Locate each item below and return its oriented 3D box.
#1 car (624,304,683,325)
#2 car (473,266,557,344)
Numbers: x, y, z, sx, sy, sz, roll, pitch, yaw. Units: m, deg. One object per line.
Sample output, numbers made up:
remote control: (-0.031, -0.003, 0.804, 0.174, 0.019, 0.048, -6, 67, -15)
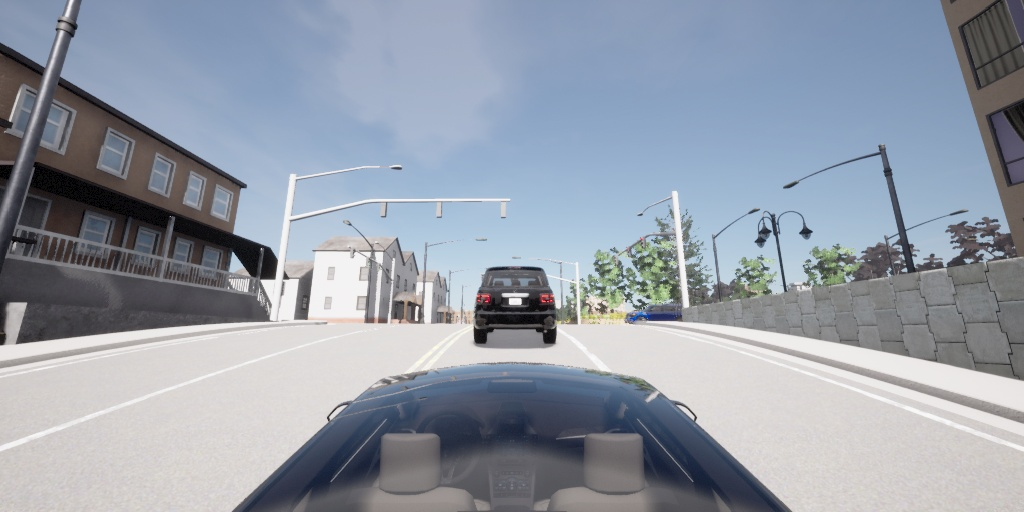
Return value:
car: (12.866, 5.336, 31.758, 5.566, 2.045, 2.150, 0, -12, 1)
car: (0.088, 1.503, 11.201, 2.150, 2.045, 5.566, 0, -7, 0)
